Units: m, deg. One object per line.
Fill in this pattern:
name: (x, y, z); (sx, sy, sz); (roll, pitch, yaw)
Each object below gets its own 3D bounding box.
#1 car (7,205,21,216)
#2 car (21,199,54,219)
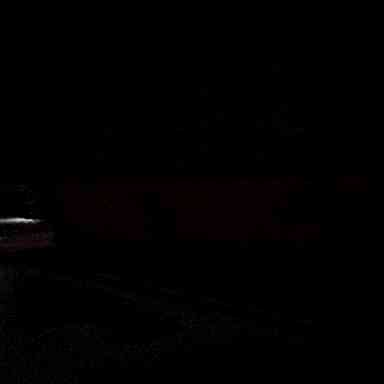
car: (-14.325, 1.408, 30.689); (1.882, 1.535, 5.008); (0, 0, 35)
car: (-11.731, 1.502, 28.296); (1.994, 1.385, 4.181); (0, 0, 35)
